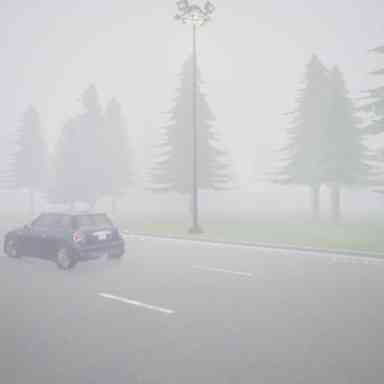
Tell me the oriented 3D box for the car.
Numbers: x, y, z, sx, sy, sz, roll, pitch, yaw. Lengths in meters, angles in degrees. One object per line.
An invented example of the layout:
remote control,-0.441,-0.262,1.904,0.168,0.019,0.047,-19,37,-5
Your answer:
car,-4.491,1.425,11.490,4.553,1.767,2.097,-1,0,36
